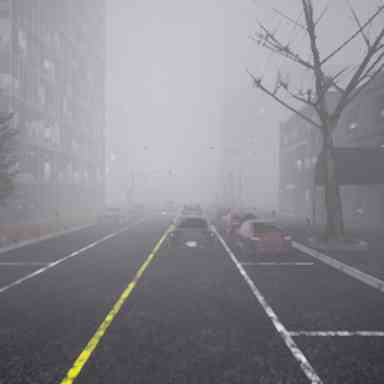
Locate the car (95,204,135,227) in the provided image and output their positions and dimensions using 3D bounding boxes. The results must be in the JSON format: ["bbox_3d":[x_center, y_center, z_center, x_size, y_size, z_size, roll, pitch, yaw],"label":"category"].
[{"bbox_3d":[-5.819,1.789,24.495,2.008,1.369,4.403,-1,-1,0],"label":"car"}]

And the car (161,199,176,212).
[{"bbox_3d":[-3.048,1.975,46.158,1.812,1.442,4.674,0,-1,0],"label":"car"}]

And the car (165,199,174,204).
[{"bbox_3d":[-5.749,2.399,84.977,1.947,1.339,4.313,-1,-1,0],"label":"car"}]

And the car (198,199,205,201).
[{"bbox_3d":[2.630,2.384,84.982,2.008,1.369,4.403,-1,-1,0],"label":"car"}]

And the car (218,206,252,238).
[{"bbox_3d":[2.735,1.728,18.799,1.887,1.381,4.507,-1,-1,0],"label":"car"}]

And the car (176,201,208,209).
[{"bbox_3d":[0.004,1.770,28.507,2.128,1.511,4.902,0,0,0],"label":"car"}]

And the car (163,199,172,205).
[{"bbox_3d":[-5.746,2.300,79.154,1.752,1.417,4.829,-1,-1,0],"label":"car"}]

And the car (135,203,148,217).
[{"bbox_3d":[-5.852,1.893,35.784,1.887,1.381,4.507,-1,-1,0],"label":"car"}]

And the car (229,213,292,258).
[{"bbox_3d":[2.705,1.711,13.154,1.802,1.307,4.206,-1,-1,0],"label":"car"}]

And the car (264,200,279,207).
[{"bbox_3d":[16.278,2.264,64.514,4.403,1.369,2.008,0,0,1],"label":"car"}]

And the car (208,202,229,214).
[{"bbox_3d":[2.791,1.844,30.087,2.008,1.369,4.403,-1,-1,0],"label":"car"}]

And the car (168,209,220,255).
[{"bbox_3d":[0.016,1.661,13.895,1.812,1.442,4.674,0,0,0],"label":"car"}]
